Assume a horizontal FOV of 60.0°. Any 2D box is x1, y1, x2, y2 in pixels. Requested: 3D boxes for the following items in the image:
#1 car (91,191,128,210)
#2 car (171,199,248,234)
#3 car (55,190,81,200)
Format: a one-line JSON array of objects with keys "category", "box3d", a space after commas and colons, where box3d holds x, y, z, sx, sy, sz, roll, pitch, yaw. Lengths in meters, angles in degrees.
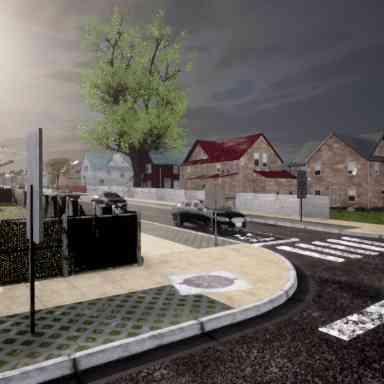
[{"category": "car", "box3d": [-7.015, 0.723, 28.042, 1.837, 1.490, 4.892, 0, 2, -35]}, {"category": "car", "box3d": [0.745, 1.123, 16.890, 2.128, 1.511, 4.902, 0, 2, -34]}, {"category": "car", "box3d": [-14.549, 0.424, 38.865, 1.895, 1.301, 4.718, 0, 2, -35]}]
